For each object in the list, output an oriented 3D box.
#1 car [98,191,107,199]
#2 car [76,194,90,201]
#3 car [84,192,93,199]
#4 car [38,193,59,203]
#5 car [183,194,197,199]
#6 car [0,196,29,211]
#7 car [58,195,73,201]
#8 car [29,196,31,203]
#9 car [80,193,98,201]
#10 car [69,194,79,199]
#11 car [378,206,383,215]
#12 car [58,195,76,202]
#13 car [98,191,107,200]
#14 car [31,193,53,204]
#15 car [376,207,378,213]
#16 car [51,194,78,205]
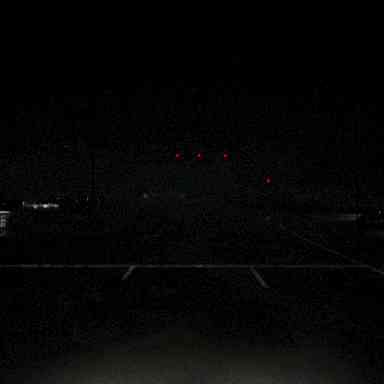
[{"bbox_3d":[-23.642,0.861,87.666,2.150,2.045,5.566,0,0,-14],"label":"car"},{"bbox_3d":[-24.906,1.188,76.073,1.837,1.490,4.892,0,0,-3],"label":"car"},{"bbox_3d":[-27.897,0.982,89.596,2.097,1.767,4.553,0,0,-18],"label":"car"},{"bbox_3d":[-28.039,1.092,65.005,2.097,1.767,4.553,0,0,0],"label":"car"},{"bbox_3d":[-0.168,1.201,94.674,1.895,1.301,4.718,0,0,-18],"label":"car"},{"bbox_3d":[-21.122,1.360,38.140,1.837,1.490,4.892,0,0,0],"label":"car"},{"bbox_3d":[-28.305,1.289,74.642,1.895,1.301,4.718,0,0,-3],"label":"car"},{"bbox_3d":[-28.097,1.377,56.071,1.895,1.301,4.718,0,0,0],"label":"car"},{"bbox_3d":[-21.043,1.082,66.399,2.097,1.767,4.553,0,0,0],"label":"car"},{"bbox_3d":[-30.808,1.144,87.237,2.033,1.411,5.357,0,0,-14],"label":"car"},{"bbox_3d":[17.649,1.260,26.079,4.553,1.767,2.097,0,0,6],"label":"car"},{"bbox_3d":[-24.539,1.258,65.512,1.812,1.442,4.674,0,0,0],"label":"car"},{"bbox_3d":[-21.351,1.190,75.449,1.837,1.490,4.892,0,0,-3],"label":"car"},{"bbox_3d":[-24.605,1.253,56.218,1.882,1.535,5.008,0,1,0],"label":"car"},{"bbox_3d":[19.457,1.440,29.502,5.357,1.411,2.033,0,0,7],"label":"car"},{"bbox_3d":[-21.113,1.381,55.172,1.895,1.301,4.718,0,0,0],"label":"car"}]
